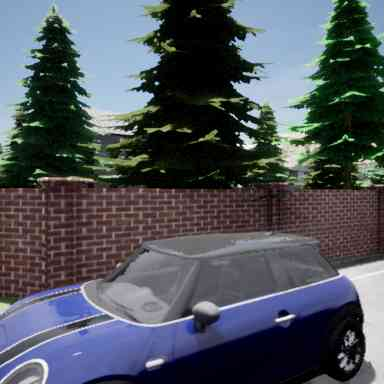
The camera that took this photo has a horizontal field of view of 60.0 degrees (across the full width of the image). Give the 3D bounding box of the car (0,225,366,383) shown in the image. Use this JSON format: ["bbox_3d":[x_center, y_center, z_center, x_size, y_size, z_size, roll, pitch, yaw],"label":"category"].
[{"bbox_3d":[-0.043,1.352,3.933,4.553,1.767,2.097,0,0,-33],"label":"car"}]
